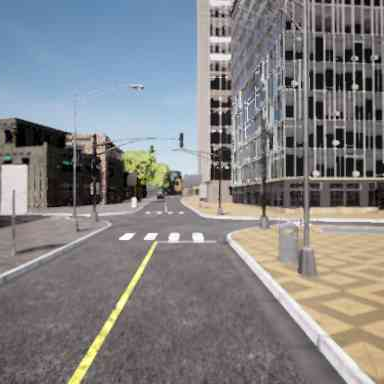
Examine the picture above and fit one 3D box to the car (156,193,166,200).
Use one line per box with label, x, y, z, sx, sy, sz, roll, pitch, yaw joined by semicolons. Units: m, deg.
car;-7.218;1.091;77.595;1.837;1.490;4.892;0;0;-2
